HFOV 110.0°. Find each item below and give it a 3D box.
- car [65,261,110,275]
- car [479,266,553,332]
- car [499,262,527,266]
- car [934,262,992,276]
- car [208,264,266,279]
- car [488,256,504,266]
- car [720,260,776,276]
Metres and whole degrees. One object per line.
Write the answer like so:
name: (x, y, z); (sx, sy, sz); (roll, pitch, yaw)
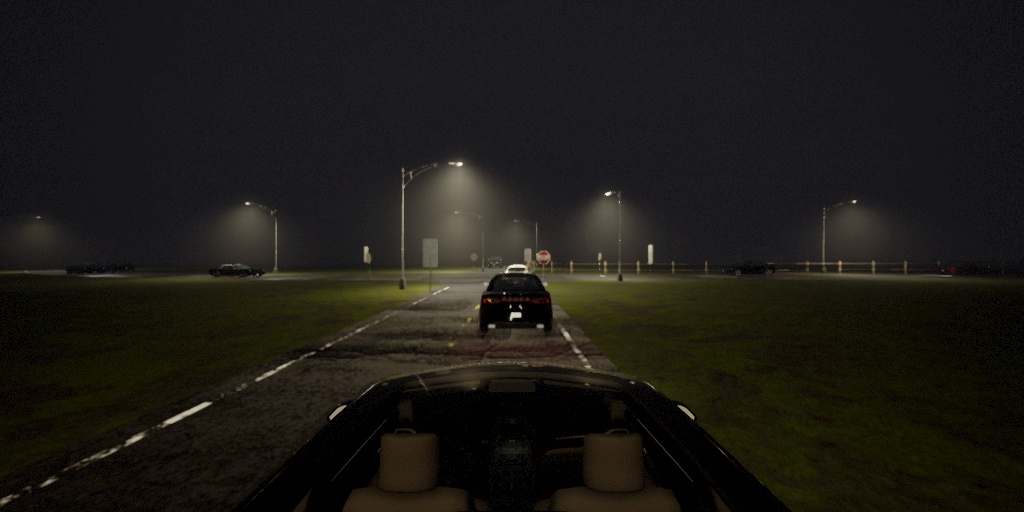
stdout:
car: (-48.487, 1.460, 40.827); (4.718, 1.301, 1.895); (0, 0, 23)
car: (0.109, 1.231, 10.929); (1.882, 1.535, 5.008); (0, 0, 0)
car: (0.421, 1.285, 23.156); (1.812, 1.442, 4.674); (0, 0, 4)
car: (46.047, 1.288, 36.701); (4.181, 1.385, 1.994); (0, 1, -1)
car: (-26.108, 1.424, 34.129); (4.718, 1.301, 1.895); (0, 0, 10)
car: (-2.752, 1.003, 59.163); (2.150, 2.045, 5.566); (0, 0, 1)
car: (23.721, 1.210, 36.144); (5.008, 1.535, 1.882); (0, 1, -2)
